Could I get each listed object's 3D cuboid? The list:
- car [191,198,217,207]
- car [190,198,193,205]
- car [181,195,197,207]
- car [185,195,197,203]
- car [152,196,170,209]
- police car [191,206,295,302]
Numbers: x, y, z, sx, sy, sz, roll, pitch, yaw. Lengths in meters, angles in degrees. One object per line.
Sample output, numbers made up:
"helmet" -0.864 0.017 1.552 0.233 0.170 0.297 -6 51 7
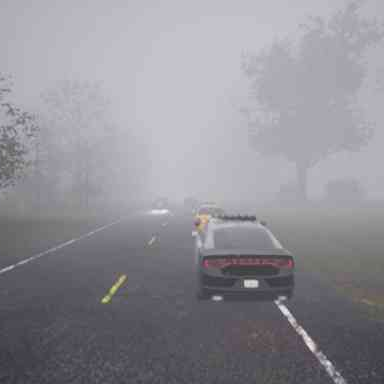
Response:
"car" 1.001 1.364 18.472 1.801 1.575 5.366 0 0 0
"car" 0.986 1.404 24.283 1.812 1.442 4.674 0 0 0
"car" -0.083 1.235 45.634 1.882 1.535 5.008 0 0 0
"car" -0.159 1.230 59.653 1.994 1.385 4.181 0 0 0
"car" -3.703 1.279 40.544 2.128 1.511 4.902 0 0 0
"police car" 1.028 1.384 8.391 1.930 1.638 5.238 0 0 0
